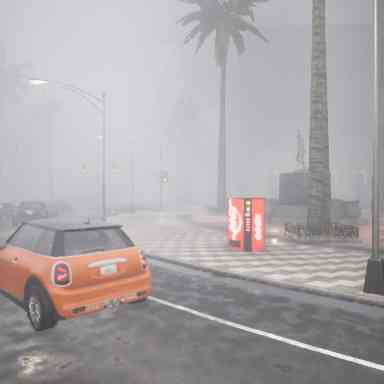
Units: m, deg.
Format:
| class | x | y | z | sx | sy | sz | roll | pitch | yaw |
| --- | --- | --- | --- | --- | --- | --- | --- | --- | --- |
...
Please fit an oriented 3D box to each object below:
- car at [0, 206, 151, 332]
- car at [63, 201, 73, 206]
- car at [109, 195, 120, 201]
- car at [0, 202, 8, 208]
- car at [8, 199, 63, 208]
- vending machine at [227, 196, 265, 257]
| class | x | y | z | sx | sy | sz | roll | pitch | yaw |
| --- | --- | --- | --- | --- | --- | --- | --- | --- | --- |
| car | -2.920 | 1.351 | 7.188 | 2.097 | 1.767 | 4.553 | 0 | 0 | -45 |
| car | -14.270 | 1.563 | 35.297 | 1.994 | 1.385 | 4.181 | 0 | 0 | 5 |
| car | -20.711 | 1.513 | 89.385 | 2.161 | 1.482 | 4.786 | 0 | 0 | 3 |
| car | -14.156 | 1.505 | 24.721 | 1.837 | 1.490 | 4.892 | 0 | 0 | -4 |
| car | -10.488 | 1.352 | 22.680 | 2.097 | 1.767 | 4.553 | 0 | 0 | -12 |
| vending machine | 1.979 | 1.195 | 12.184 | 1.100 | 2.100 | 0.880 | 0 | 0 | -42 |
